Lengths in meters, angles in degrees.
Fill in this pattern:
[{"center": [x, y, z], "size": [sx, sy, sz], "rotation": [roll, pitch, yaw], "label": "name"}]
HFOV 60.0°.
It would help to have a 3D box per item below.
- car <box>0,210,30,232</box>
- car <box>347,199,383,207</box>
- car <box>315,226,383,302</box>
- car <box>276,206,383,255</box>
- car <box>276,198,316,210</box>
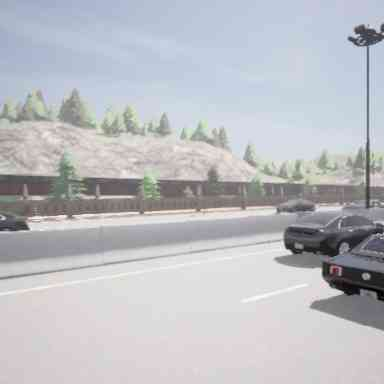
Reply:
[{"center": [-9.698, 1.509, 14.271], "size": [4.892, 1.490, 1.837], "rotation": [0, 0, -36], "label": "car"}, {"center": [13.864, 1.348, 26.762], "size": [4.902, 1.511, 2.128], "rotation": [-1, 0, -36], "label": "car"}, {"center": [5.016, 1.561, 7.327], "size": [4.718, 1.301, 1.895], "rotation": [0, 0, -36], "label": "car"}, {"center": [5.331, 1.449, 11.852], "size": [4.892, 1.490, 1.837], "rotation": [0, 0, -36], "label": "car"}, {"center": [10.367, 1.379, 32.862], "size": [4.674, 1.442, 1.812], "rotation": [-1, 0, -35], "label": "car"}]
